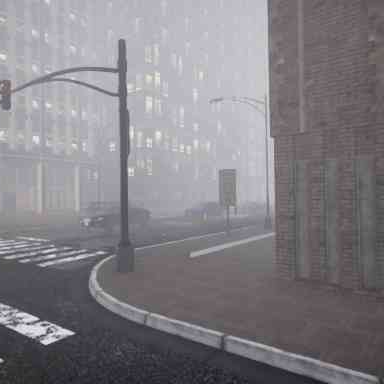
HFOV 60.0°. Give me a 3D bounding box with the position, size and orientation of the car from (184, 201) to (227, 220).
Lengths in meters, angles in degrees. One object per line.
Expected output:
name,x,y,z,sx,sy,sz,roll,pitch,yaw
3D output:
car,1.282,1.563,29.247,1.882,1.535,5.008,-1,-1,36

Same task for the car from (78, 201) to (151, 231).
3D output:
car,-4.652,1.558,21.004,2.128,1.511,4.902,-1,-1,34

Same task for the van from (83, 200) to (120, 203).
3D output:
van,-6.026,1.460,23.520,1.690,1.788,3.998,-2,-1,36

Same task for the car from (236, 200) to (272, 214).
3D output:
car,7.242,1.707,37.530,1.895,1.301,4.718,-1,-1,36
